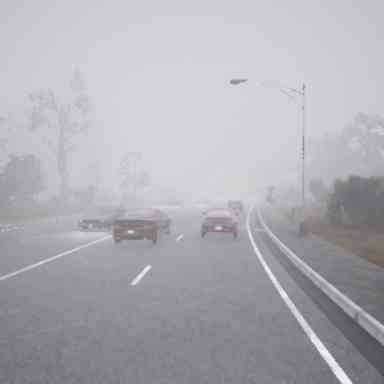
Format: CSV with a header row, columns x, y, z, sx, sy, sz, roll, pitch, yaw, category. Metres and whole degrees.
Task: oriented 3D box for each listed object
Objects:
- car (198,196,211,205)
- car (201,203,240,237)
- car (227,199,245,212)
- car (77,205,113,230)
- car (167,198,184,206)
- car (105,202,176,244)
x,y,z,sx,sy,sz,roll,pitch,yaw,category
2.279,1.532,61.723,2.128,1.511,4.902,0,0,12,car
1.544,1.546,18.126,1.812,1.442,4.674,0,0,7,car
5.111,1.540,39.154,2.128,1.511,4.902,0,0,11,car
-5.319,1.537,21.295,2.033,1.411,5.357,0,0,8,car
-2.710,1.615,54.669,1.895,1.301,4.718,0,0,12,car
-2.240,1.479,16.038,1.882,1.535,5.008,0,0,6,car
